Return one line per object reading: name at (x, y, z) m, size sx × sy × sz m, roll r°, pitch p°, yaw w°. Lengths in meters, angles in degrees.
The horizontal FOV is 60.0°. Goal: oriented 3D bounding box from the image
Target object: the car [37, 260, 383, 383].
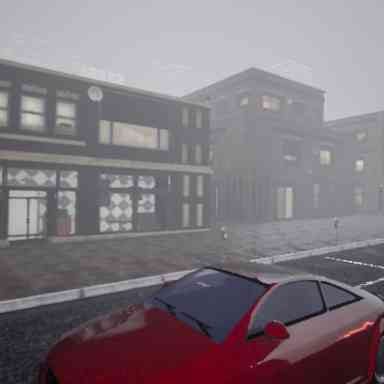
car at (0.545, 1.567, 3.766) m, size 4.181 × 1.385 × 1.994 m, roll 0°, pitch 0°, yaw -35°
